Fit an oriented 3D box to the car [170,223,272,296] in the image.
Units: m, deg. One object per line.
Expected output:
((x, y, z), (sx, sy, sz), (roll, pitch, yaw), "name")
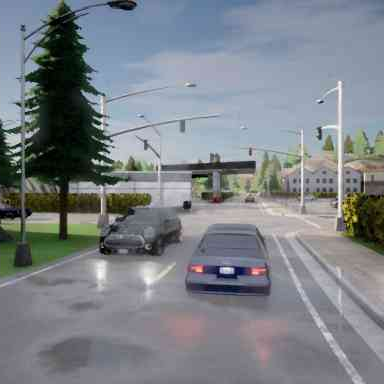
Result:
((1.083, 1.547, 8.829), (2.033, 1.411, 5.357), (0, 0, 10), "car")

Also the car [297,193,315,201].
((26.140, 1.361, 76.060), (3.806, 1.475, 1.970), (0, 0, 10), "car")

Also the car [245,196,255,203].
((11.965, 1.491, 68.529), (2.128, 1.511, 4.902), (0, 0, 11), "car")

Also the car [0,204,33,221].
((-15.572, 1.601, 27.066), (4.718, 1.301, 1.895), (0, 0, 10), "car")

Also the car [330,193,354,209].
((20.221, 1.330, 42.318), (5.027, 1.636, 2.152), (0, 0, 10), "car")

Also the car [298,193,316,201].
((27.321, 1.077, 79.227), (3.866, 1.878, 1.905), (0, 0, 10), "car")

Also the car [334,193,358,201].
((34.496, 1.097, 74.619), (4.605, 1.855, 1.932), (0, 0, 10), "car")

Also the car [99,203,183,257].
((-1.793, 1.352, 13.043), (2.097, 1.767, 4.553), (0, 0, 12), "car")
